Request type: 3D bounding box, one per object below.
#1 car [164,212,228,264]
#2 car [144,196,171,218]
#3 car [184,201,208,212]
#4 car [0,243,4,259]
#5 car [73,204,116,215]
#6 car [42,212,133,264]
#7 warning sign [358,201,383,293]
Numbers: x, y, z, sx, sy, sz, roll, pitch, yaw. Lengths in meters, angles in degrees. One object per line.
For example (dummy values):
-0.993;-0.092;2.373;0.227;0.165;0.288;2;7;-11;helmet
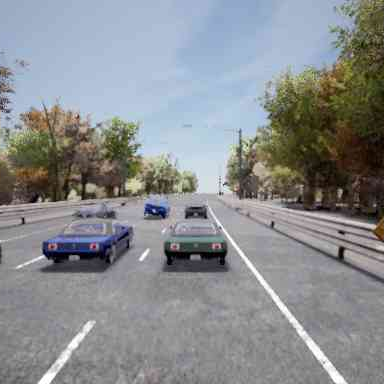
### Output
0.138;1.608;11.843;1.895;1.301;4.718;0;0;1;car
-3.017;1.159;30.223;1.882;1.535;5.008;14;7;1;car
0.355;1.514;28.766;1.837;1.490;4.892;0;0;1;car
-6.924;1.569;8.709;1.994;1.385;4.181;0;0;2;car
-6.752;1.558;23.546;2.033;1.411;5.357;0;0;1;car
-3.363;1.607;11.806;1.895;1.301;4.718;0;0;1;car
4.548;1.121;7.222;1.300;1.860;1.060;-1;-1;0;warning sign
